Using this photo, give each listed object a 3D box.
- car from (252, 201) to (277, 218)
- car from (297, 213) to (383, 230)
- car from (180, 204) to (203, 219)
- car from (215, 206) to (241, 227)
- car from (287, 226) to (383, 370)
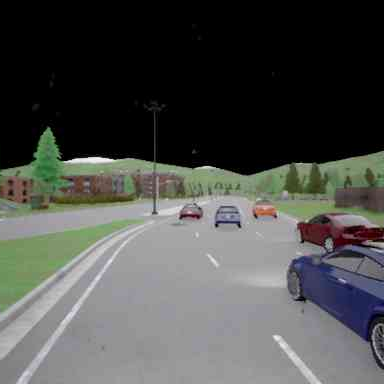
[{"bbox_3d":[7.172,1.634,33.434,2.097,1.767,4.553,0,-1,7],"label":"car"},{"bbox_3d":[5.965,1.587,13.832,1.882,1.535,5.008,0,-1,-3],"label":"car"},{"bbox_3d":[0.006,1.854,32.302,1.994,1.385,4.181,0,-1,6],"label":"car"},{"bbox_3d":[2.678,1.764,24.888,2.033,1.411,5.357,0,-1,5],"label":"car"},{"bbox_3d":[3.201,1.568,5.558,1.812,1.442,4.674,0,0,-6],"label":"car"}]
